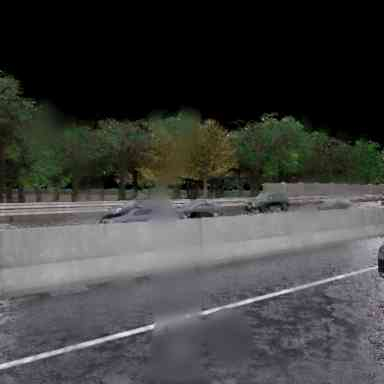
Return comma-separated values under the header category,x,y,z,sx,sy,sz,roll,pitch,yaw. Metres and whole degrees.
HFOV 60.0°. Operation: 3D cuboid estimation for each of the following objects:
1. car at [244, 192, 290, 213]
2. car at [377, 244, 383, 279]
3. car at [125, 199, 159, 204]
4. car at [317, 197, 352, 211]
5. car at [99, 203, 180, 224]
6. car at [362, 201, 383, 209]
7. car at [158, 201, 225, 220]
category,x,y,z,sx,sy,sz,roll,pitch,yaw
car,8.048,1.097,35.235,5.566,2.045,2.150,-2,1,-36
car,6.536,1.490,8.344,4.892,1.490,1.837,0,0,-35
car,-4.295,1.333,25.767,4.553,1.767,2.097,0,0,-38
car,15.629,1.337,36.362,4.674,1.442,1.812,-1,0,-35
car,-3.130,1.554,18.909,4.181,1.385,1.994,0,0,-35
car,16.600,1.455,28.495,4.718,1.301,1.895,-1,0,-35
car,0.278,1.458,25.465,4.902,1.511,2.128,0,0,-35
